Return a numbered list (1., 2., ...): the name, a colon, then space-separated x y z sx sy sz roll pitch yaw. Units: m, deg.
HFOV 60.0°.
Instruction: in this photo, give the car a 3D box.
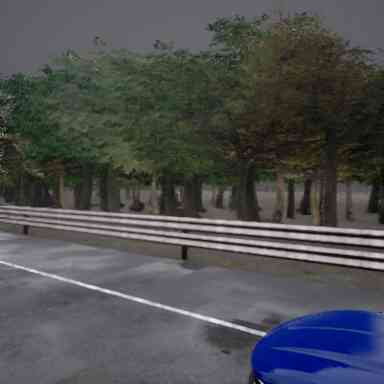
1. car: 2.745 1.491 1.918 5.008 1.535 1.882 1 0 35
